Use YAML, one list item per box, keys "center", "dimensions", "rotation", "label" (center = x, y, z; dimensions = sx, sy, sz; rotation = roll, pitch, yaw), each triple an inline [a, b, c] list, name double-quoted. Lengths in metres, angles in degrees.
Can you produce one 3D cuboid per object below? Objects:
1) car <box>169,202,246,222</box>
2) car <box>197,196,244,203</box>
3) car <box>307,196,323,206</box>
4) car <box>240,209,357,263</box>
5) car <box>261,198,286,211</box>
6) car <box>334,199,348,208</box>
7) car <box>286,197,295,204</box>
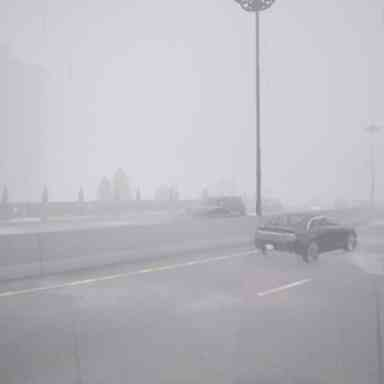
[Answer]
- center: [0.820, 1.564, 18.721]
  dimensions: [4.892, 1.490, 1.837]
  rotation: [0, 0, -44]
  label: "car"
- center: [1.827, 1.307, 24.619]
  dimensions: [2.150, 2.045, 5.566]
  rotation: [0, 0, 43]
  label: "car"
- center: [21.869, 1.751, 58.535]
  dimensions: [2.128, 1.511, 4.902]
  rotation: [0, 0, 19]
  label: "car"
- center: [4.263, 1.523, 12.128]
  dimensions: [4.902, 1.511, 2.128]
  rotation: [0, 0, -42]
  label: "car"
- center: [9.312, 1.519, 40.025]
  dimensions: [2.097, 1.767, 4.553]
  rotation: [0, 0, 32]
  label: "car"
- center: [23.365, 1.754, 52.265]
  dimensions: [2.033, 1.411, 5.357]
  rotation: [0, 0, 22]
  label: "car"
- center: [22.533, 1.927, 76.473]
  dimensions: [2.033, 1.411, 5.357]
  rotation: [0, 0, 11]
  label: "car"
